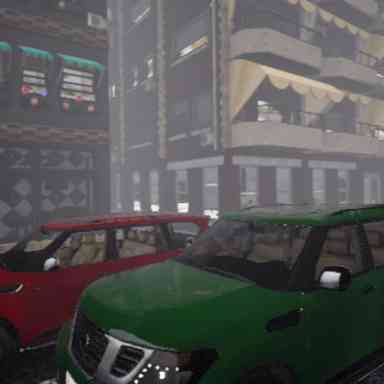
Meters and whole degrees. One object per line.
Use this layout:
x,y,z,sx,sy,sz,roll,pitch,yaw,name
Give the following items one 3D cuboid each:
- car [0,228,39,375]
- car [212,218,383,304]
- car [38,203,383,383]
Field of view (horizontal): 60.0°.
-1.680,1.308,5.365,5.009,1.841,2.192,0,-1,-35,car
2.875,1.517,8.629,4.403,1.369,2.008,0,-1,-35,car
1.281,1.205,4.292,5.566,2.045,2.150,0,0,-35,car
